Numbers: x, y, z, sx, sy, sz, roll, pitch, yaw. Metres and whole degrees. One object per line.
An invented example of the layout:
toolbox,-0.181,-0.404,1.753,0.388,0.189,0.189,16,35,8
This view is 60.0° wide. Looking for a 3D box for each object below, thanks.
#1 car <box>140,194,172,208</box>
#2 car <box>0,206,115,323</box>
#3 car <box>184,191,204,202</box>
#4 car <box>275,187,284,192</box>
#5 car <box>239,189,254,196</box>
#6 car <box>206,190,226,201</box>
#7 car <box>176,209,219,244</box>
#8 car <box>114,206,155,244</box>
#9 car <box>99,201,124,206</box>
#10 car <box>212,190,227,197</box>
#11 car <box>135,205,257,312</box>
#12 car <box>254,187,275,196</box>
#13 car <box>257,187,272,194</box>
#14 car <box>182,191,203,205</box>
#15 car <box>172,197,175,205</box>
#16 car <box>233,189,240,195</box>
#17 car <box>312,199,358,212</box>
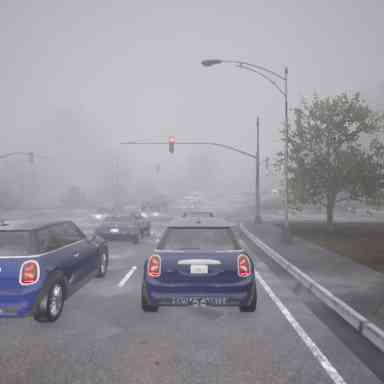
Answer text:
car,-4.613,1.328,41.402,2.150,2.045,5.566,0,0,11
car,-3.365,1.363,7.392,2.097,1.767,4.553,0,0,0
car,0.448,0.841,70.686,2.150,2.045,5.566,0,2,23
car,23.399,-0.579,89.366,1.882,1.535,5.008,0,3,38
car,14.130,0.224,81.901,1.812,1.442,4.674,0,3,33
car,4.861,0.696,71.947,2.150,2.045,5.566,0,2,23
car,0.325,1.637,16.927,1.895,1.301,4.718,0,0,2
car,-3.200,1.597,16.004,1.994,1.385,4.181,0,0,2
car,-8.891,1.654,36.389,1.994,1.385,4.181,0,0,8
car,7.005,0.392,83.650,1.994,1.385,4.181,0,3,30
car,0.139,1.363,7.896,2.097,1.767,4.553,0,0,0
car,17.659,0.160,80.965,2.128,1.511,4.902,0,3,33
car,19.799,-0.502,90.386,2.128,1.511,4.902,0,3,38
car,0.026,1.187,59.795,2.150,2.045,5.566,0,2,19
car,-4.394,1.538,57.413,2.128,1.511,4.902,0,1,17
car,12.109,0.104,85.305,1.812,1.442,4.674,0,3,30
car,16.433,1.540,38.418,4.892,1.490,1.837,-1,0,4
